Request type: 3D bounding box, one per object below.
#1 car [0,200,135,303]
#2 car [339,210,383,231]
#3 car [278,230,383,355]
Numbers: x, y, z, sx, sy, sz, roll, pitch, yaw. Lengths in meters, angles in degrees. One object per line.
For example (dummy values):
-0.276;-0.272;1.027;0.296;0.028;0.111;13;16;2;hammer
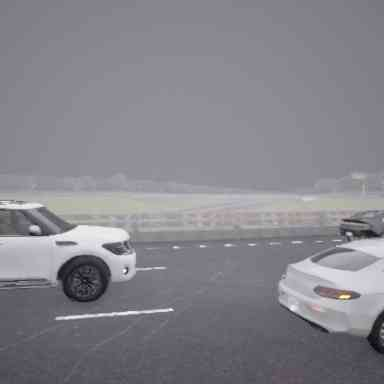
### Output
-4.080;1.205;7.371;5.566;2.045;2.150;0;0;-12;car
8.794;1.535;14.602;4.902;1.511;2.128;0;0;-19;car
3.775;1.543;5.745;4.674;1.442;1.812;0;0;-16;car
